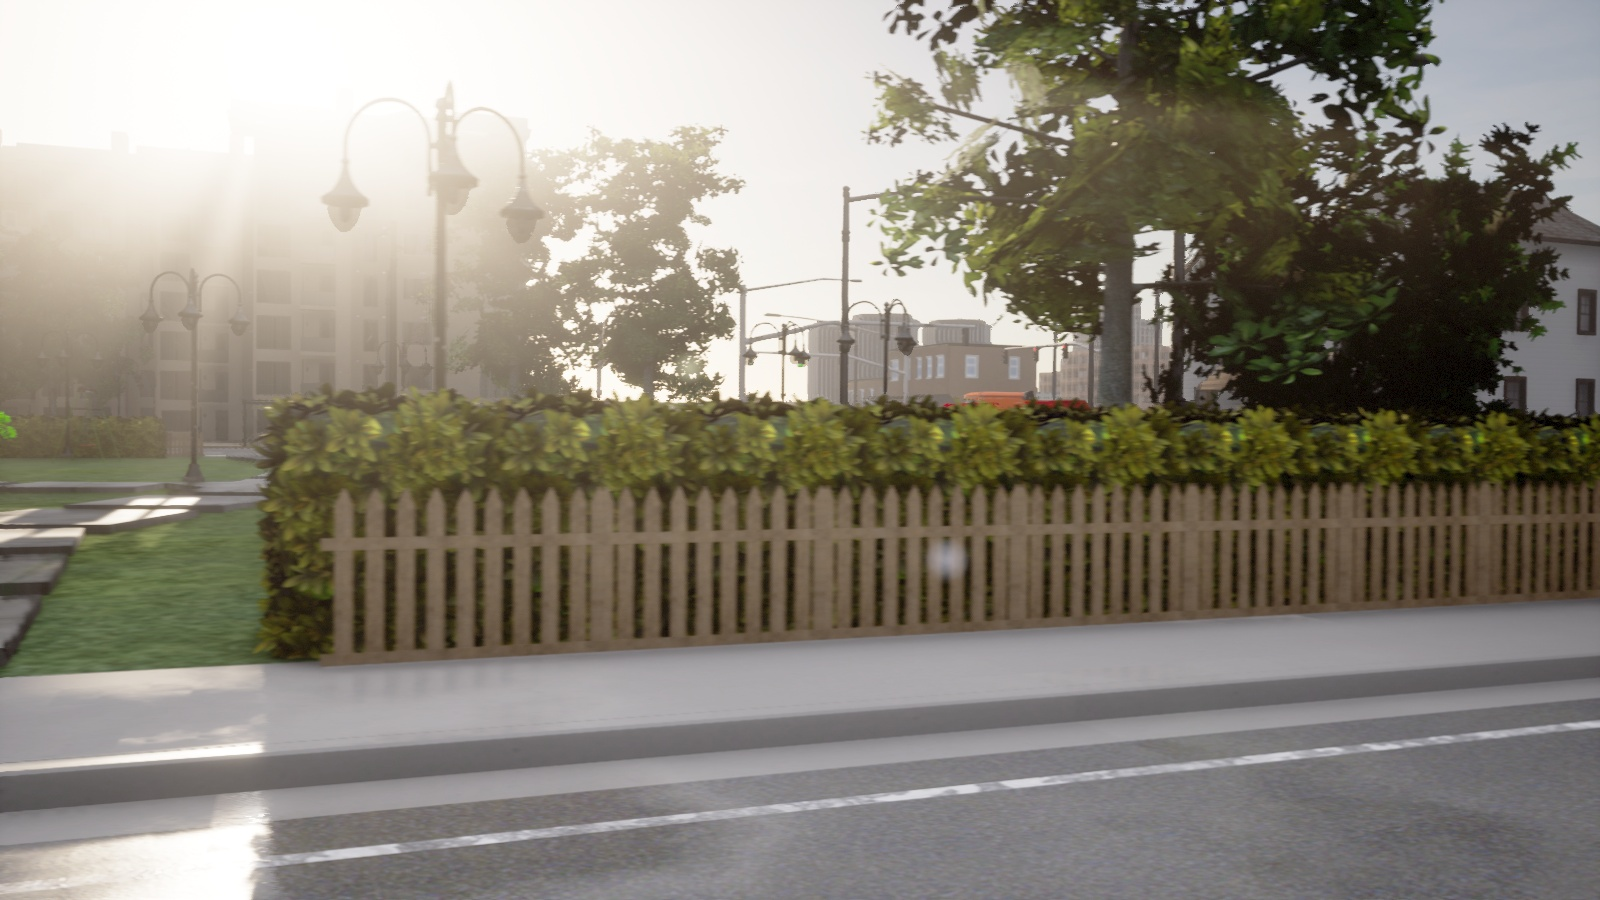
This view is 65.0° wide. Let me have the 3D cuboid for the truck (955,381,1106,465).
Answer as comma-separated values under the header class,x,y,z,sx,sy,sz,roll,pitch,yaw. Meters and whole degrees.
class,x,y,z,sx,sy,sz,roll,pitch,yaw
truck,10.034,-1.197,55.680,2.891,3.462,7.936,-1,1,-21
